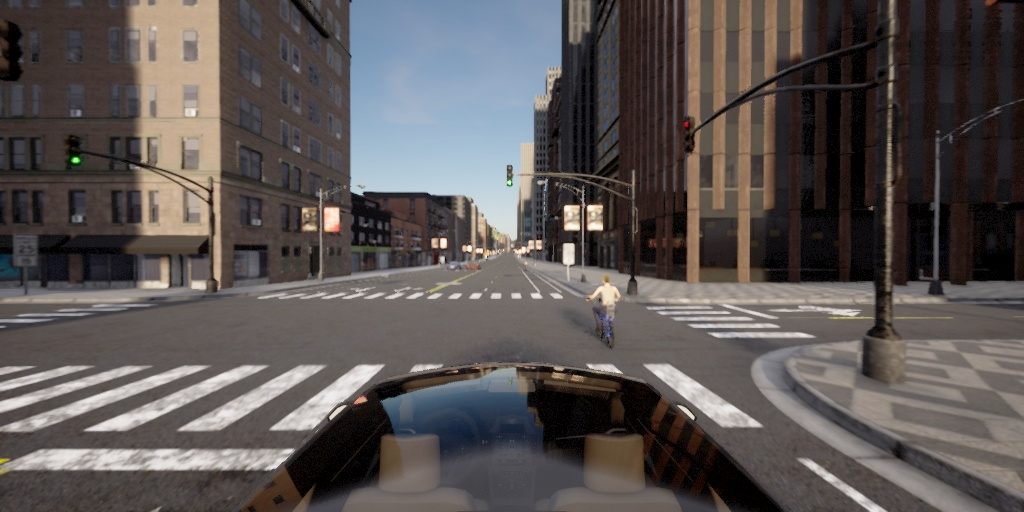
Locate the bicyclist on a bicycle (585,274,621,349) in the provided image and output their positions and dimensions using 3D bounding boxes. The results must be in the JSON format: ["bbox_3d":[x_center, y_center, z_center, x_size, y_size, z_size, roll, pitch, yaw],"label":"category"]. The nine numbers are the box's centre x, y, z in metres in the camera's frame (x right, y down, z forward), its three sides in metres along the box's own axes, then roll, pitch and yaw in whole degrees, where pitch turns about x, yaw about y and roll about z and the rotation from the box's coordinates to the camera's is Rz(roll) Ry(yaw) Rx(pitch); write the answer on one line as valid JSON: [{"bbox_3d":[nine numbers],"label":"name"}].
[{"bbox_3d":[2.169,1.229,8.345,0.866,1.612,1.509,0,-1,1],"label":"bicyclist on a bicycle"}]

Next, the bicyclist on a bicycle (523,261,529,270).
[{"bbox_3d":[2.142,1.502,54.662,0.866,1.612,1.509,0,0,0],"label":"bicyclist on a bicycle"}]

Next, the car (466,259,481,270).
[{"bbox_3d":[-6.533,1.450,60.969,2.097,1.767,4.553,0,0,0],"label":"car"}]

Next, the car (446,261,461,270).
[{"bbox_3d":[-9.783,1.623,60.936,1.812,1.442,4.674,0,0,0],"label":"car"}]
